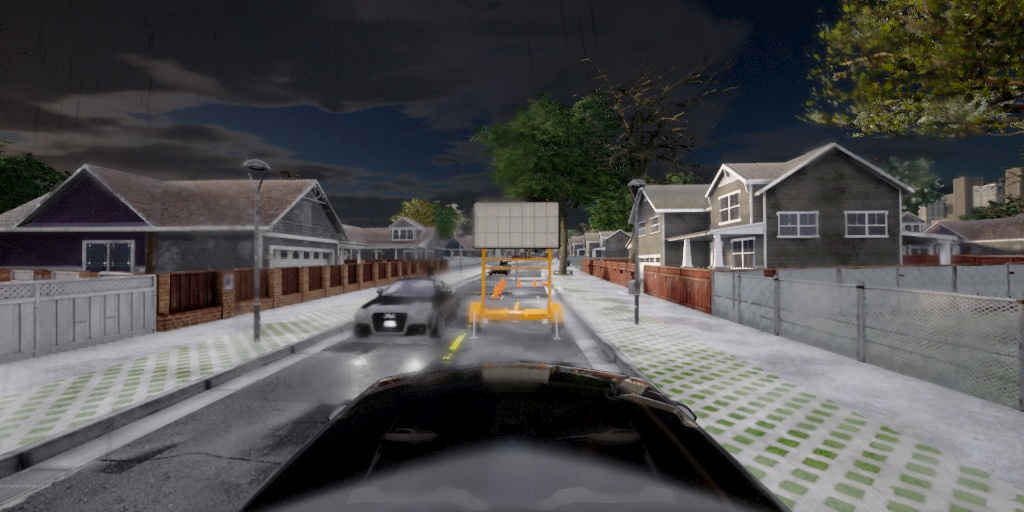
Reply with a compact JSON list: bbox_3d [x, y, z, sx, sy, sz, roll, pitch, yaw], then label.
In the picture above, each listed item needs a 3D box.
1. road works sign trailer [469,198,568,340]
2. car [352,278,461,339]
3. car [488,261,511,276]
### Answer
[{"bbox_3d":[0.132,0.211,10.011,2.380,3.560,2.880,0,0,2],"label":"road works sign trailer"},{"bbox_3d":[-2.657,1.311,9.943,1.994,1.385,4.181,0,0,2],"label":"car"},{"bbox_3d":[-1.204,1.195,35.542,1.837,1.490,4.892,0,0,5],"label":"car"}]
